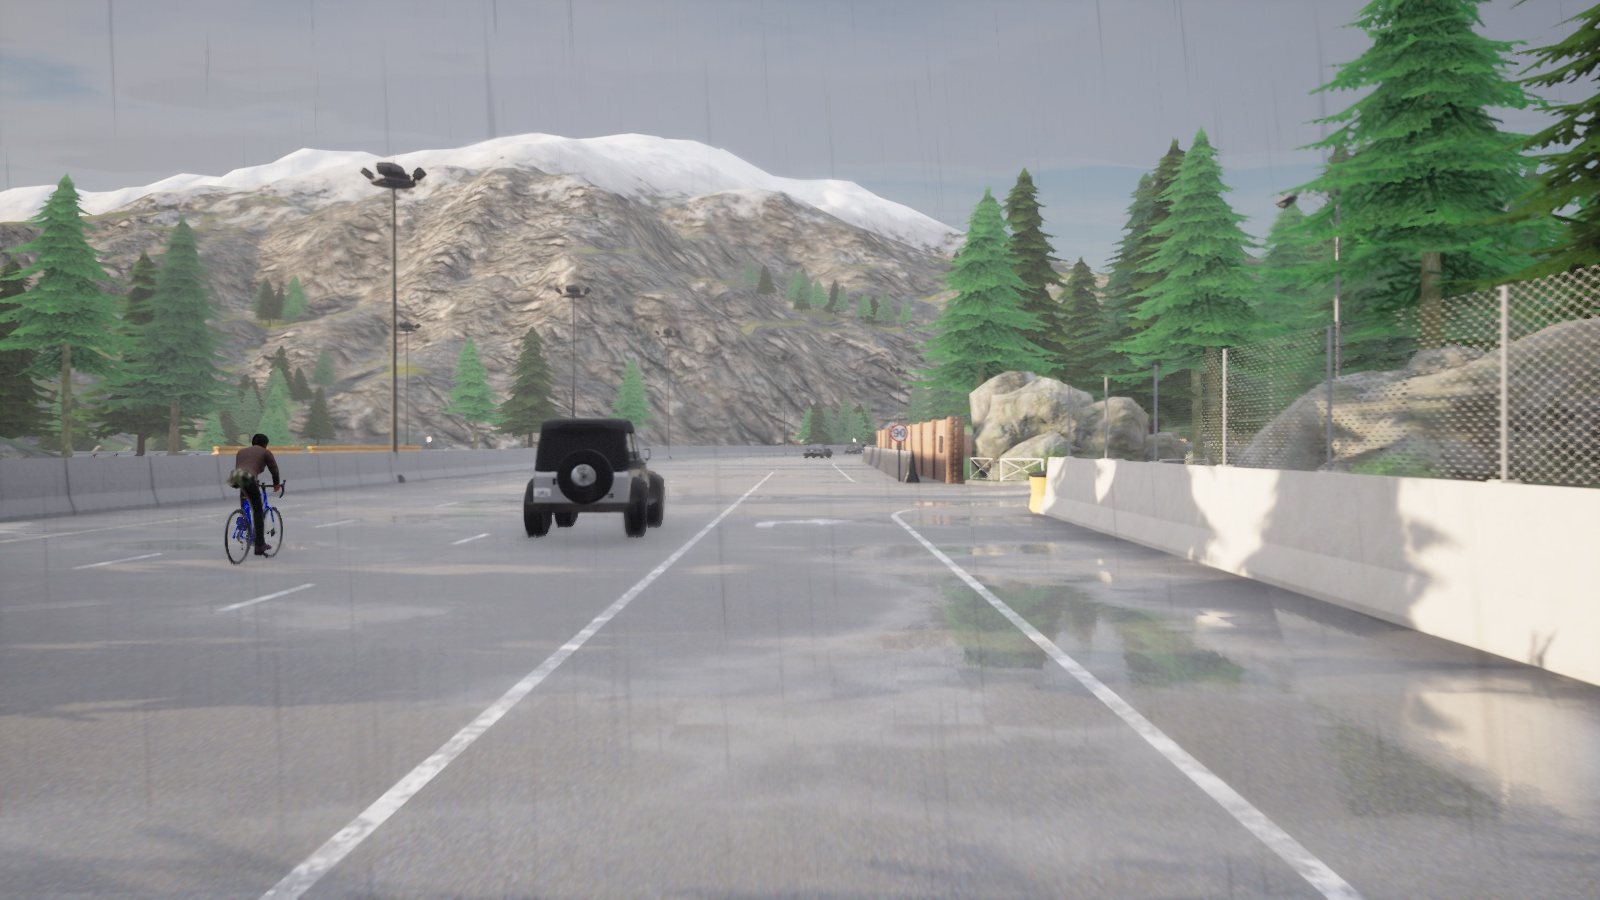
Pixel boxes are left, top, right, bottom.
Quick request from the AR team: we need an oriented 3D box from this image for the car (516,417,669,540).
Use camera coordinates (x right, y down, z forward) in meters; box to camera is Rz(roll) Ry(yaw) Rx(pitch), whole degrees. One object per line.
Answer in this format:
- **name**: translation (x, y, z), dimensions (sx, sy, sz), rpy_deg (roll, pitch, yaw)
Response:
- **car**: translation (-3.365, 0.421, 21.070), dimensions (1.905, 1.878, 3.866), rpy_deg (0, 0, 0)

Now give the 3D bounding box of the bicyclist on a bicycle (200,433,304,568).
- **bicyclist on a bicycle**: translation (-6.894, 0.604, 15.881), dimensions (0.582, 1.620, 1.656), rpy_deg (0, 0, 0)
